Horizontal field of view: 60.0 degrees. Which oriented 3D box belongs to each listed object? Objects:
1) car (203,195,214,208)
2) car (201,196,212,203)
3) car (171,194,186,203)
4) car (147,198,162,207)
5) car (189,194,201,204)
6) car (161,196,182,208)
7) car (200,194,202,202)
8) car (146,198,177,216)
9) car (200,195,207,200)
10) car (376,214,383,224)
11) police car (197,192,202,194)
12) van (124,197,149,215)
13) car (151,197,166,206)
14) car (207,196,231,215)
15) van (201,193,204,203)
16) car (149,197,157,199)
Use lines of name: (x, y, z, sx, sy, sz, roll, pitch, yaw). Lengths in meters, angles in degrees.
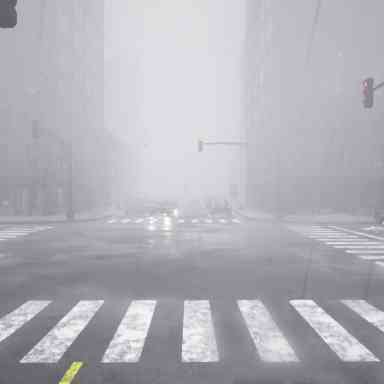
car: (2.873, 1.443, 44.754, 1.967, 1.590, 4.097, 0, 0, 0)
car: (2.979, 1.551, 67.431, 2.008, 1.369, 4.403, 0, 0, 0)
car: (-2.704, 1.548, 66.647, 2.033, 1.411, 5.357, 0, 0, 1)
car: (-5.626, 1.584, 50.458, 1.802, 1.307, 4.206, 0, 0, 0)
car: (0.296, 1.526, 63.821, 1.812, 1.442, 4.674, 0, 0, 0)
car: (-2.879, 1.603, 45.916, 1.895, 1.301, 4.718, 0, 0, 1)
car: (2.953, 1.527, 61.931, 1.752, 1.417, 4.829, 0, 0, 0)
car: (-2.948, 1.602, 33.228, 1.895, 1.301, 4.718, 0, 0, 3)
car: (3.086, 1.557, 90.108, 1.947, 1.339, 4.313, 0, 0, 0)
car: (14.598, 1.563, 20.752, 5.357, 1.411, 2.033, 0, 0, 0)
police car: (2.735, 1.420, 79.522, 1.930, 1.638, 5.238, 0, 0, 0)
van: (-5.706, 1.343, 33.453, 1.690, 1.788, 3.998, 0, 0, 0)
car: (-5.600, 1.568, 56.127, 1.947, 1.339, 4.313, 0, 0, 0)
car: (2.820, 1.442, 33.416, 1.967, 1.590, 4.097, 0, 0, 0)
van: (2.926, 1.343, 56.092, 1.690, 1.788, 3.998, 0, 0, 0)
car: (-5.680, 1.442, 39.122, 1.967, 1.590, 4.097, 0, 0, 0)
